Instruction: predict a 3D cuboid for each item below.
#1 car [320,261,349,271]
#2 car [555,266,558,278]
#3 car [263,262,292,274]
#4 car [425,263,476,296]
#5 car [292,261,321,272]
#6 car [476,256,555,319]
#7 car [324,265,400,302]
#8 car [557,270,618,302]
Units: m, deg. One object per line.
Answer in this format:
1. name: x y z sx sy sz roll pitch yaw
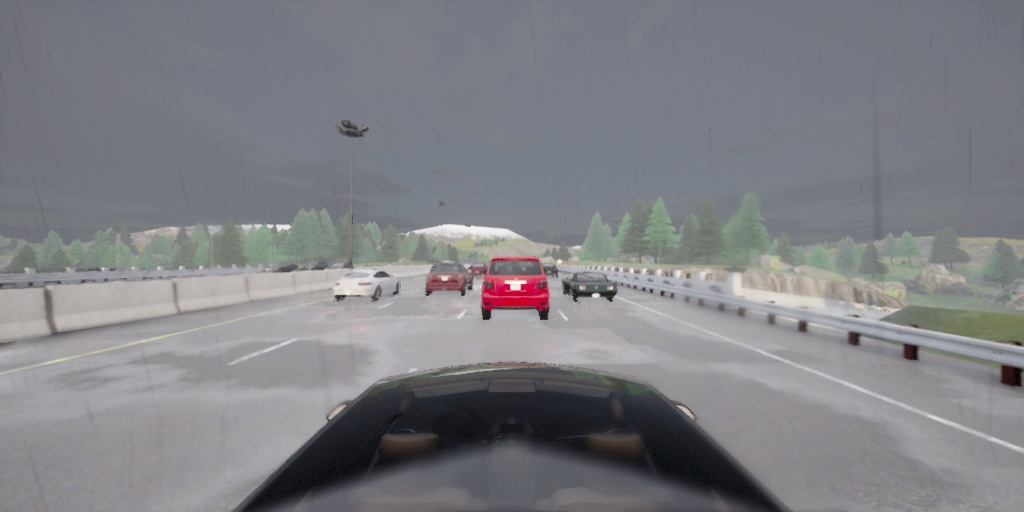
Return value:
1. car: -21.074 1.548 44.022 1.812 1.442 4.674 0 -1 0
2. car: 3.608 1.412 37.216 1.882 1.535 5.008 0 -1 0
3. car: -28.072 1.509 43.791 2.128 1.511 4.902 0 -1 0
4. car: -3.396 1.177 20.223 2.097 1.767 4.553 0 0 0
5. car: -24.569 1.381 44.511 2.097 1.767 4.553 0 -1 0
6. car: 0.104 1.017 13.126 2.150 2.045 5.566 0 0 0
7. car: -6.899 1.338 17.389 1.812 1.442 4.674 0 0 0
8. car: 3.604 1.415 17.583 1.895 1.301 4.718 0 0 0
